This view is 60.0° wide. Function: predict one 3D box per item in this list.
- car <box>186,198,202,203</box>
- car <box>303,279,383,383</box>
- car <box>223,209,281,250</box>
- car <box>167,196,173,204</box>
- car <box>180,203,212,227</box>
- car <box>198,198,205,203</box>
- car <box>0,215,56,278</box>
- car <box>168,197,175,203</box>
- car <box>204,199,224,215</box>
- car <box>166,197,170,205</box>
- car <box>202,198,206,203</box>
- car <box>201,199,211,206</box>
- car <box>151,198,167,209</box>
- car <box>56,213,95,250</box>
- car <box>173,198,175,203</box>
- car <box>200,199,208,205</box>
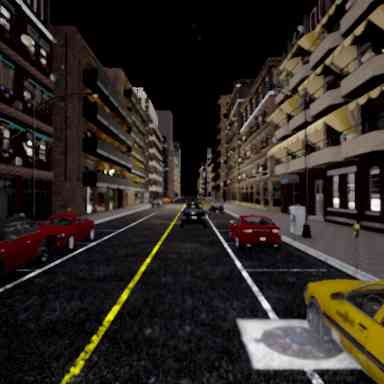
[{"bbox_3d":[0.115,1.760,50.899,2.097,1.767,4.553,0,0,0],"label":"car"},{"bbox_3d":[2.693,1.557,3.776,1.752,1.417,4.829,0,0,0],"label":"car"},{"bbox_3d":[2.696,1.666,14.878,1.887,1.381,4.507,0,0,0],"label":"car"},{"bbox_3d":[-5.669,2.114,71.245,1.887,1.381,4.507,0,0,0],"label":"car"},{"bbox_3d":[0.107,1.744,24.270,2.033,1.411,5.357,0,0,0],"label":"car"},{"bbox_3d":[2.718,2.329,93.783,1.802,1.307,4.206,0,0,0],"label":"car"},{"bbox_3d":[-5.686,1.516,9.249,1.967,1.590,4.097,0,0,0],"label":"car"},{"bbox_3d":[-5.662,2.271,93.619,1.752,1.417,4.829,0,0,0],"label":"car"},{"bbox_3d":[2.702,1.853,37.422,2.008,1.369,4.403,0,0,0],"label":"car"},{"bbox_3d":[-5.672,2.031,59.973,2.008,1.369,4.403,0,0,0],"label":"car"},{"bbox_3d":[2.709,2.007,60.136,1.752,1.417,4.829,0,0,0],"label":"car"},{"bbox_3d":[2.710,2.091,65.602,1.947,1.339,4.313,0,0,0],"label":"car"},{"bbox_3d":[-5.674,1.986,54.336,2.008,1.369,4.403,0,0,0],"label":"car"},{"bbox_3d":[-5.685,1.666,14.885,1.887,1.381,4.507,0,0,0],"label":"car"},{"bbox_3d":[-5.665,1.973,82.519,2.192,1.841,5.009,0,0,0],"label":"car"},{"bbox_3d":[2.713,2.196,76.874,1.802,1.307,4.206,0,0,0],"label":"car"}]
